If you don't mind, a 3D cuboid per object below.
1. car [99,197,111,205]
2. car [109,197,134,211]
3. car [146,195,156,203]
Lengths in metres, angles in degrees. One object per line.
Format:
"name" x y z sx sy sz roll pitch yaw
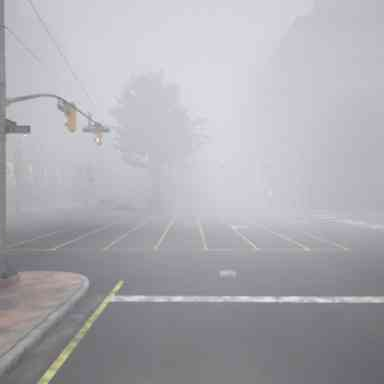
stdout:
"car" -14.776 1.528 58.026 1.895 1.301 4.718 0 0 0
"car" -8.012 1.532 39.246 1.812 1.442 4.674 0 1 0
"car" -8.030 1.440 65.826 2.128 1.511 4.902 0 1 0
